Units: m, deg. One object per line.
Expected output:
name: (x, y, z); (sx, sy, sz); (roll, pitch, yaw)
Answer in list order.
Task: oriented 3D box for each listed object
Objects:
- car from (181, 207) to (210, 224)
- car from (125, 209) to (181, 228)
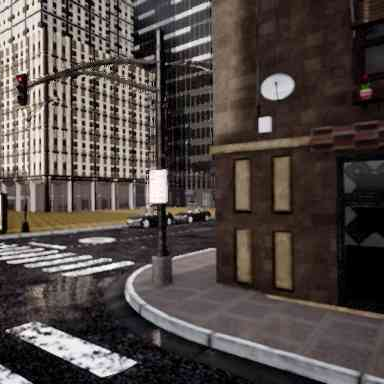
car: (0.005, 2.083, 30.245); (2.008, 1.369, 4.403); (-2, -2, 35)
car: (-3.197, 2.002, 25.688); (2.008, 1.369, 4.403); (-2, -2, 35)
